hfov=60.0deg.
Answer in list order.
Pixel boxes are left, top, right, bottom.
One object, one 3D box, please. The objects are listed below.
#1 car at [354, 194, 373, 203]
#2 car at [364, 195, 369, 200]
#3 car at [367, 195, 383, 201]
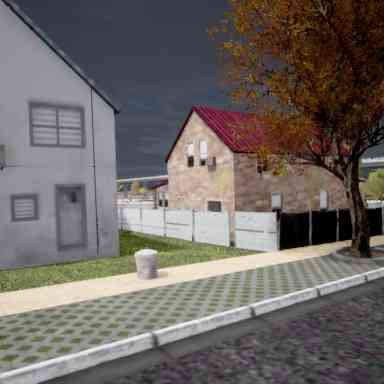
[{"bbox_3d":[38.569,1.440,74.916,2.097,1.767,4.553,-2,0,0],"label":"car"},{"bbox_3d":[28.654,1.875,59.000,1.882,1.535,5.008,-2,0,1],"label":"car"},{"bbox_3d":[31.916,1.762,58.612,1.882,1.535,5.008,-2,0,1],"label":"car"}]
